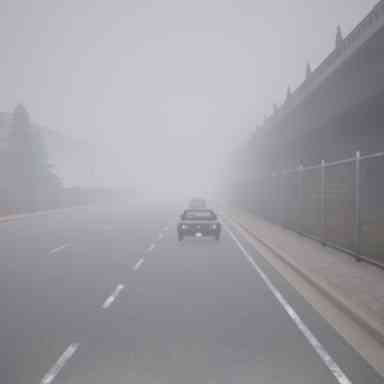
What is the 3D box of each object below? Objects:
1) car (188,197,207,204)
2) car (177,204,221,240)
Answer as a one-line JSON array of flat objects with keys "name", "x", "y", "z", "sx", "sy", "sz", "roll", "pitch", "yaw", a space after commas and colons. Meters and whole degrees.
[{"name": "car", "x": 0.644, "y": 1.272, "z": 36.423, "sx": 2.128, "sy": 1.511, "sz": 4.902, "roll": 0, "pitch": 0, "yaw": 1}, {"name": "car", "x": 0.333, "y": 1.502, "z": 16.372, "sx": 1.895, "sy": 1.301, "sz": 4.718, "roll": 0, "pitch": 0, "yaw": 1}]
